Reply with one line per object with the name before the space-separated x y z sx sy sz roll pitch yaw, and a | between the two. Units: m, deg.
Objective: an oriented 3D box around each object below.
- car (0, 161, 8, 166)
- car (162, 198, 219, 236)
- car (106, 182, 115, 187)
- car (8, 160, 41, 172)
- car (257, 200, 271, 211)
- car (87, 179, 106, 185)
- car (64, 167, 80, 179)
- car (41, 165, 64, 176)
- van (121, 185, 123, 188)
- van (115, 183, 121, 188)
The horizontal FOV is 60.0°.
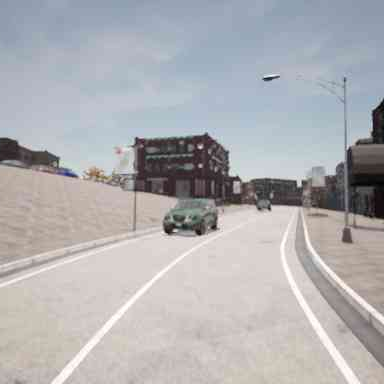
car | -21.155 -2.989 32.970 2.002 1.452 4.674 0 -3 10
car | 0.106 1.408 20.097 2.150 2.045 5.566 0 -1 18
car | -17.535 -1.187 65.956 2.002 1.452 4.674 0 -4 3
car | -20.278 -2.785 38.317 2.231 1.521 4.892 0 -3 9
car | 13.062 2.438 60.152 2.150 2.045 5.566 0 -2 18
car | -17.857 -1.541 60.434 2.002 1.452 4.674 0 -3 4
car | -18.811 -2.474 49.465 2.435 2.045 5.566 0 -3 7
car | -19.492 -2.640 43.897 2.185 1.767 4.553 0 -3 8
van | -17.188 -0.669 77.151 1.878 1.987 4.442 0 -4 1
van | -17.287 -1.067 71.627 1.878 1.987 4.442 0 -4 2
